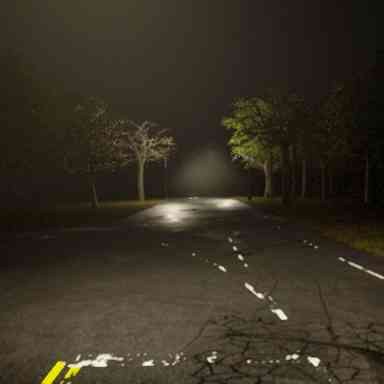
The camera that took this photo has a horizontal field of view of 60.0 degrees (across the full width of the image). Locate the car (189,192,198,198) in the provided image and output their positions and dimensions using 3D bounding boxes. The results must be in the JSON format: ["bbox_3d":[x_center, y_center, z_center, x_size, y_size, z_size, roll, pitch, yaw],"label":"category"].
[{"bbox_3d":[0.311,0.807,87.874,1.837,1.490,4.892,-1,0,9],"label":"car"}]
